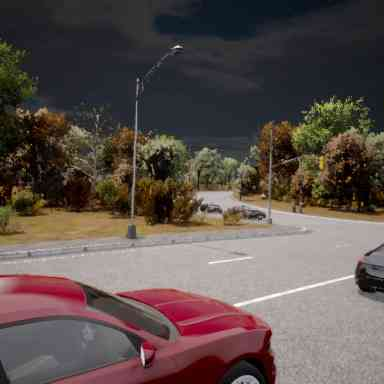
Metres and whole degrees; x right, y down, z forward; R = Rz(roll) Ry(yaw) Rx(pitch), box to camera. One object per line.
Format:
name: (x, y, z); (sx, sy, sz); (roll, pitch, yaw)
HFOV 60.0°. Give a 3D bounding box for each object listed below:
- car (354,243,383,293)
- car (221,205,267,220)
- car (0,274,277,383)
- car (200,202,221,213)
car: (5.734, 1.664, 7.893); (4.181, 1.385, 1.994); (1, -1, -35)
car: (5.749, 2.175, 36.024); (2.033, 1.411, 5.357); (3, -1, -26)
car: (-1.413, 1.479, 2.737); (5.008, 1.535, 1.882); (0, 0, -36)
car: (2.508, 2.079, 44.727); (1.994, 1.385, 4.181); (3, 0, -19)
